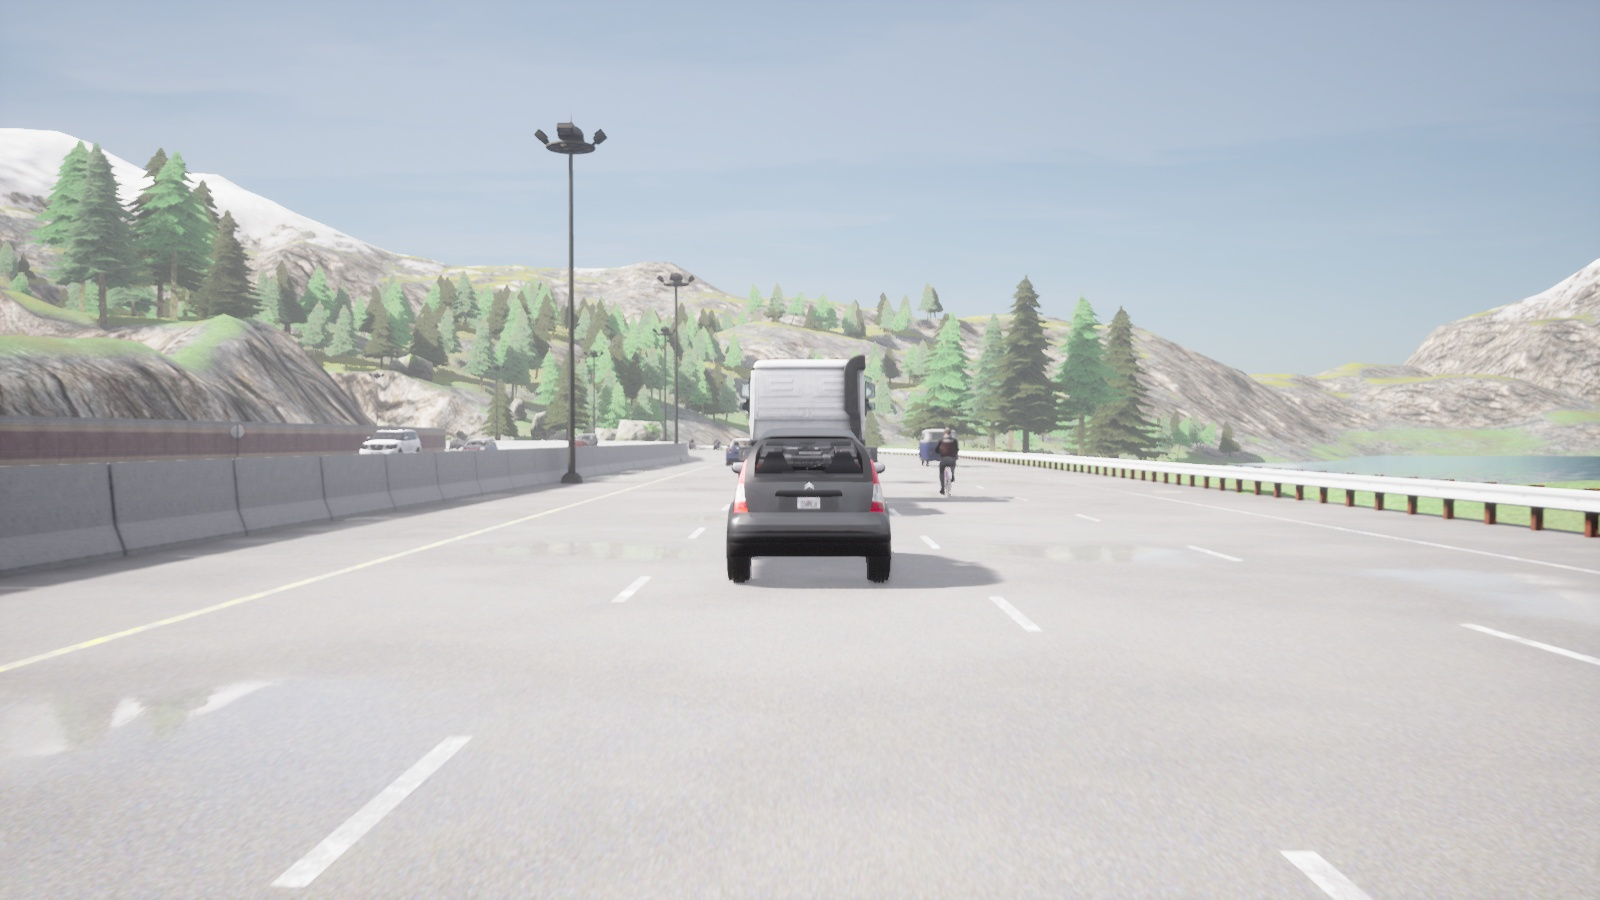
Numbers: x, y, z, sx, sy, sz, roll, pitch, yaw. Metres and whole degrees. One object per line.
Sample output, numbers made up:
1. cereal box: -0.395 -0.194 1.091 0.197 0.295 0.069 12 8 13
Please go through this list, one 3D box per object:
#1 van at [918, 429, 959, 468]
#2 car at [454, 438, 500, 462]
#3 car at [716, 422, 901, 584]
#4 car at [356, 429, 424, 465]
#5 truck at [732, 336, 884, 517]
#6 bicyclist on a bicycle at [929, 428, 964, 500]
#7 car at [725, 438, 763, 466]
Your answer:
1. van: 7.388 -0.094 67.336 1.775 1.987 4.442 0 1 0
2. car: -20.547 -0.016 80.011 1.970 1.475 3.806 0 1 0
3. car: 0.096 0.515 14.546 1.851 1.617 3.988 0 1 0
4. car: -24.074 -0.212 73.982 2.150 2.045 5.566 0 1 0
5. truck: 0.169 -0.484 27.930 2.891 3.462 7.936 0 1 0
6. bicyclist on a bicycle: 3.691 0.337 31.746 0.659 1.776 1.843 0 1 0
7. car: -3.097 0.087 70.020 1.970 1.475 3.806 0 1 0
